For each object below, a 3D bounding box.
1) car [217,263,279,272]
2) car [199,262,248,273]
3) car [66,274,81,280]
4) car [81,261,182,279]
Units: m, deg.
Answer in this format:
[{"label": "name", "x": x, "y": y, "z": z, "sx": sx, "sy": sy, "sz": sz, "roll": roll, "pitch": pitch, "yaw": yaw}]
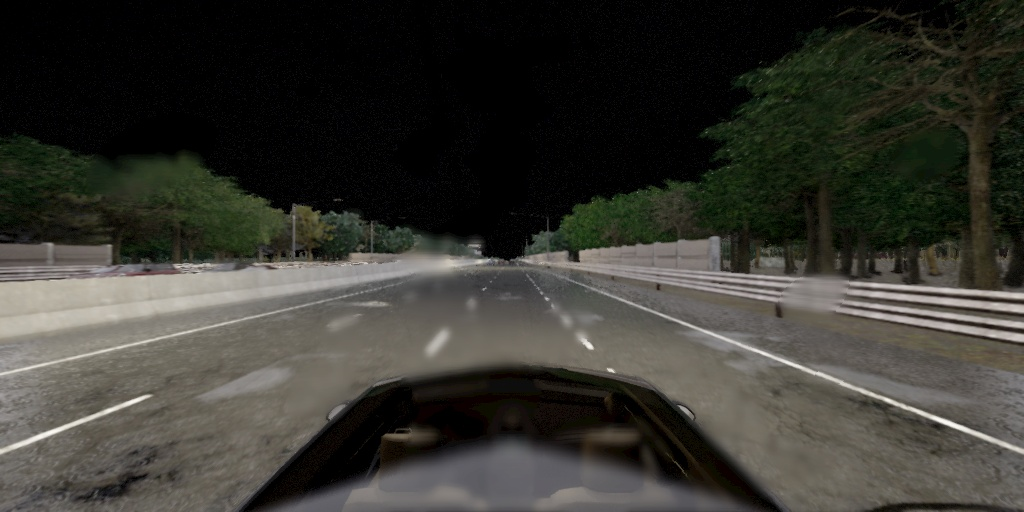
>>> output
[{"label": "car", "x": -17.591, "y": 1.423, "z": 24.979, "sx": 1.812, "sy": 1.442, "sz": 4.674, "roll": 0, "pitch": 0, "yaw": 0}, {"label": "car", "x": -21.086, "y": 1.260, "z": 26.895, "sx": 2.097, "sy": 1.767, "sz": 4.553, "roll": 0, "pitch": 0, "yaw": 0}, {"label": "car", "x": -28.084, "y": 1.425, "z": 25.250, "sx": 1.812, "sy": 1.442, "sz": 4.674, "roll": 0, "pitch": 0, "yaw": 0}, {"label": "car", "x": -24.588, "y": 1.242, "z": 23.726, "sx": 2.097, "sy": 1.767, "sz": 4.553, "roll": 0, "pitch": 0, "yaw": 0}]
